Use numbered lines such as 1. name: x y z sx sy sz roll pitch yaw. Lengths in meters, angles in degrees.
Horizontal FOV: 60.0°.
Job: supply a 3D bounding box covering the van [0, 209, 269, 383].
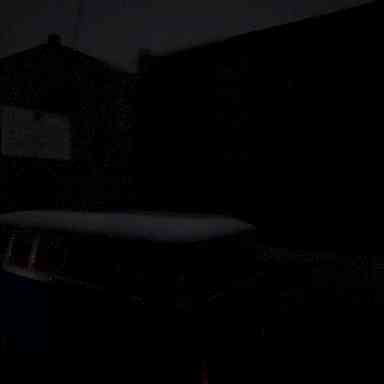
1. van: -1.329 1.260 4.483 4.442 1.987 1.878 0 0 36
